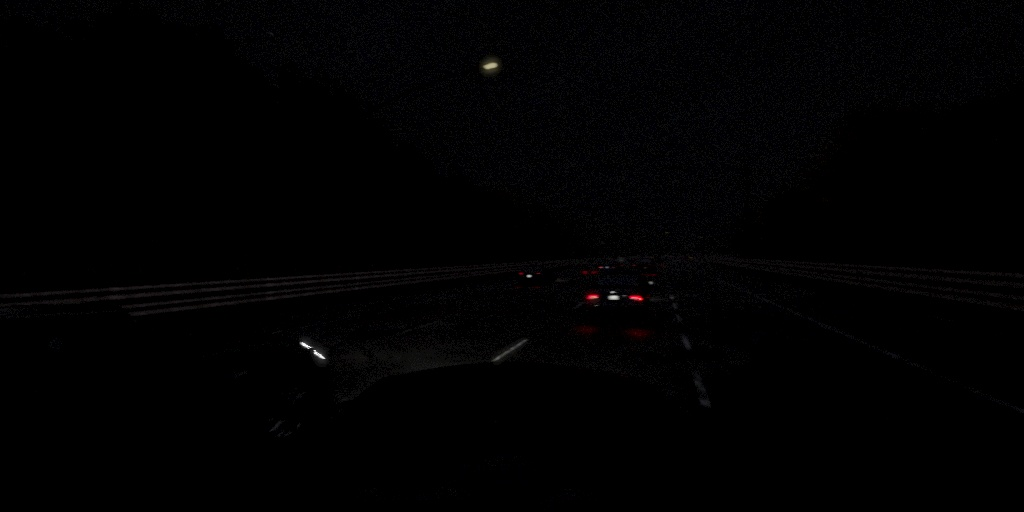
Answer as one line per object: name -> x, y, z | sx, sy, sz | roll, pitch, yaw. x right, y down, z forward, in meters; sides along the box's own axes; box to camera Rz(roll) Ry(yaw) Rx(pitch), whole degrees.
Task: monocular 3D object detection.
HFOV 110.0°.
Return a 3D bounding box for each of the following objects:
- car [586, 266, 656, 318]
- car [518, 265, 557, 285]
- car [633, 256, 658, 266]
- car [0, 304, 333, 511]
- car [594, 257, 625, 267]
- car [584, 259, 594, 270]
car -> 3.905, 1.244, 12.758 | 2.033, 1.411, 5.357 | -1, 0, 22
car -> 1.937, 1.319, 26.497 | 1.994, 1.385, 4.181 | -1, 0, 22
car -> 14.470, 1.024, 38.690 | 1.882, 1.535, 5.008 | -1, 0, 22
car -> -3.875, 1.181, 2.926 | 2.097, 1.767, 4.553 | -1, 0, 22
car -> 10.458, 1.172, 38.149 | 2.033, 1.411, 5.357 | -1, 0, 22
car -> 11.074, 1.131, 48.696 | 2.128, 1.511, 4.902 | -1, 0, 23
